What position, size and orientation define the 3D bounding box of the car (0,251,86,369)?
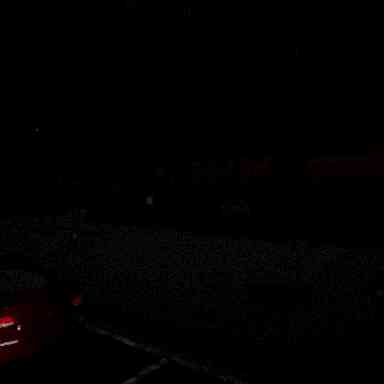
[{"bbox_3d":[-3.405,1.609,5.261,4.206,1.307,1.802,0,-1,36],"label":"car"}]
